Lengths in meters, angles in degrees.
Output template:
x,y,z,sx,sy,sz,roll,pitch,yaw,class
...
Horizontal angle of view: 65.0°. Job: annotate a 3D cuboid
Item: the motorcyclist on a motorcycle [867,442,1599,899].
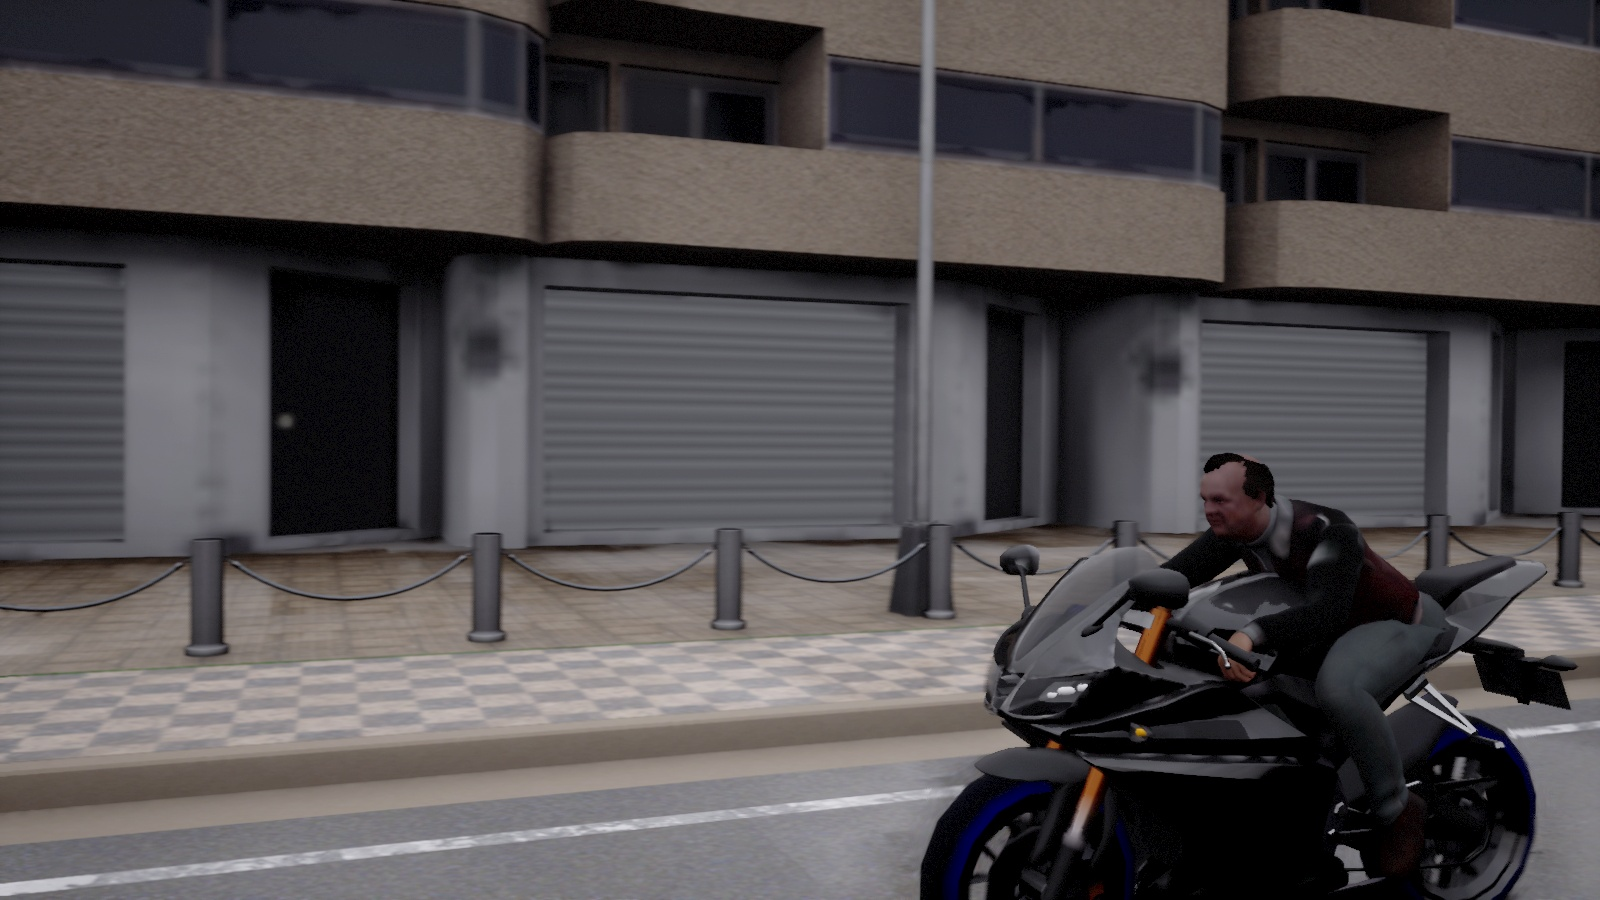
x,y,z,sx,sy,sz,roll,pitch,yaw,class
1.387,0.757,3.766,2.191,1.530,0.866,-1,1,-21,motorcyclist on a motorcycle
